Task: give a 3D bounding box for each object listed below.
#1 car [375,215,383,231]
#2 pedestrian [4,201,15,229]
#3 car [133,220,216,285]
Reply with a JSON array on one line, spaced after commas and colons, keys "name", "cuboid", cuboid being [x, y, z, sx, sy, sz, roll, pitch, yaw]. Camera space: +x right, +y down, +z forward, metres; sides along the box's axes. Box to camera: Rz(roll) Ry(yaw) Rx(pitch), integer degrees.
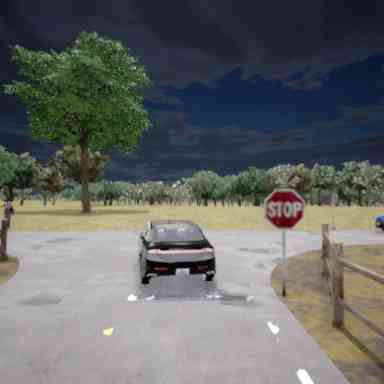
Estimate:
[{"name": "car", "cuboid": [13.111, 1.556, 18.943, 5.008, 1.535, 1.882, 0, -2, 0]}, {"name": "pedestrian", "cuboid": [-12.123, 1.520, 22.013, 0.375, 1.860, 0.375, 0, -2, 0]}, {"name": "car", "cuboid": [-0.640, 1.552, 9.739, 2.128, 1.511, 4.902, 0, 0, -10]}]
